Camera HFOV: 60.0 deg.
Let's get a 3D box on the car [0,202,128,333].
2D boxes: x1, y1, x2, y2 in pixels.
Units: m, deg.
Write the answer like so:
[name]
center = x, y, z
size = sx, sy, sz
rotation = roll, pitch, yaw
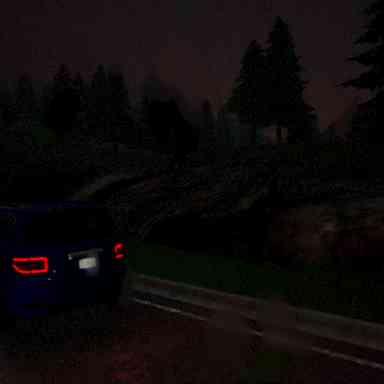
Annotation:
[car]
center = -3.713, 1.224, 7.015
size = 5.566, 2.045, 2.150
rotation = 0, 0, 40
